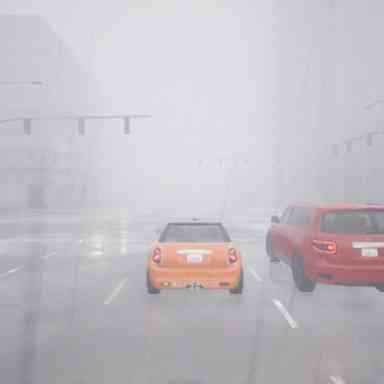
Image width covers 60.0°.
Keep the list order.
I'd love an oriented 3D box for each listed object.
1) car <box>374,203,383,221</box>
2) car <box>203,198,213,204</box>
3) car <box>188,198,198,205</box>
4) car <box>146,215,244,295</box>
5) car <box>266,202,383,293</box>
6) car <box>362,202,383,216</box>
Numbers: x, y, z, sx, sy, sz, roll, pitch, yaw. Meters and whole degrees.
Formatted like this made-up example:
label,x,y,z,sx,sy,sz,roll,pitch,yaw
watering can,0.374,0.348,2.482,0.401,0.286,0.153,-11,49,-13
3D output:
label,x,y,z,sx,sy,sz,roll,pitch,yaw
car,18.166,1.667,27.755,4.892,1.490,1.837,0,0,1
car,3.582,1.955,74.100,1.812,1.442,4.674,0,0,0
car,0.190,1.922,68.201,1.812,1.442,4.674,0,0,0
car,0.074,1.404,9.013,2.097,1.767,4.553,0,0,0
car,3.551,1.277,9.138,2.150,2.045,5.566,0,0,2
car,20.494,1.768,34.928,4.181,1.385,1.994,0,0,1
